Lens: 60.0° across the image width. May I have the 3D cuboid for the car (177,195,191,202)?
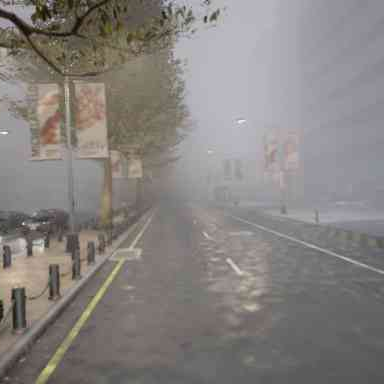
[{"bbox_3d":[-1.958,1.649,79.627,1.895,1.301,4.718,-2,0,-4],"label":"car"}]

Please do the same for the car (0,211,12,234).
[{"bbox_3d":[-13.082,2.076,23.529,2.033,1.411,5.357,-2,0,-4],"label":"car"}]

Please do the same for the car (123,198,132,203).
[{"bbox_3d":[-17.843,2.297,91.782,1.895,1.301,4.718,-2,0,-4],"label":"car"}]

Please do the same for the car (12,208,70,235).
[{"bbox_3d":[-9.478,1.872,21.966,2.128,1.511,4.902,-2,0,-4],"label":"car"}]

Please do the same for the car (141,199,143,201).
[{"bbox_3d":[-14.361,2.037,92.059,1.882,1.535,5.008,-2,0,-4],"label":"car"}]

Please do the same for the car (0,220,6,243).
[{"bbox_3d":[-8.768,1.956,11.646,1.895,1.301,4.718,-2,0,-4],"label":"car"}]

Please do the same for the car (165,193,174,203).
[{"bbox_3d":[-5.452,1.552,79.320,2.097,1.767,4.553,-2,0,-4],"label":"car"}]

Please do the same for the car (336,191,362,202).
[{"bbox_3d":[19.984,0.580,42.864,2.161,1.482,4.786,-2,0,-4],"label":"car"}]
